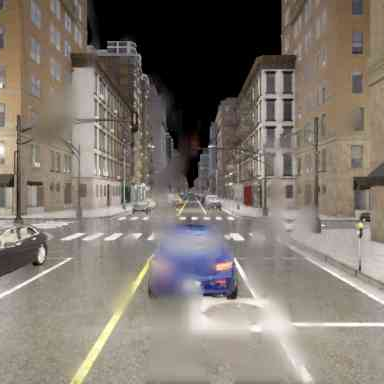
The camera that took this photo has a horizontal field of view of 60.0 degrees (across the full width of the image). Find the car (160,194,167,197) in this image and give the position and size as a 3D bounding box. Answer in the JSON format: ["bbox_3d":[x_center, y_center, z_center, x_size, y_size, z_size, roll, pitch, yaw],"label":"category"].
[{"bbox_3d":[-5.302,1.433,57.342,1.967,1.590,4.097,0,0,0],"label":"car"}]

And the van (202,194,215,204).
[{"bbox_3d":[2.728,1.335,46.516,1.690,1.788,3.998,0,0,0],"label":"van"}]

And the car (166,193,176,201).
[{"bbox_3d":[-5.277,1.305,84.373,2.192,1.841,5.009,0,0,0],"label":"car"}]

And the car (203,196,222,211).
[{"bbox_3d":[2.717,1.546,41.110,2.008,1.369,4.403,0,0,0],"label":"car"}]

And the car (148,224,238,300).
[{"bbox_3d":[0.034,1.526,8.284,1.812,1.442,4.674,0,0,1],"label":"car"}]

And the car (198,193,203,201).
[{"bbox_3d":[2.763,1.307,62.735,2.192,1.841,5.009,0,0,0],"label":"car"}]

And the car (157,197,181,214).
[{"bbox_3d":[-2.748,1.543,36.167,2.033,1.411,5.357,0,0,4],"label":"car"}]

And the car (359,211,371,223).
[{"bbox_3d":[15.113,1.636,24.042,5.357,1.411,2.033,0,0,0],"label":"car"}]

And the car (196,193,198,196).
[{"bbox_3d":[2.831,1.534,95.172,1.887,1.381,4.507,0,0,0],"label":"car"}]

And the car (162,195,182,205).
[{"bbox_3d":[-2.719,1.520,46.338,1.812,1.442,4.674,0,0,1],"label":"car"}]

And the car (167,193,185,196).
[{"bbox_3d":[-2.695,1.471,56.579,1.882,1.535,5.008,0,0,1],"label":"car"}]

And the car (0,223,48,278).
[{"bbox_3d":[-5.370,1.550,8.842,2.008,1.369,4.403,0,0,0],"label":"car"}]

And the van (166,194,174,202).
[{"bbox_3d":[-5.282,1.332,78.967,1.690,1.788,3.998,0,0,0],"label":"van"}]

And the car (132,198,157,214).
[{"bbox_3d":[-5.322,1.547,35.717,2.008,1.369,4.403,0,0,0],"label":"car"}]

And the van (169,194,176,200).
[{"bbox_3d":[-5.272,1.331,89.779,1.690,1.788,3.998,0,0,0],"label":"van"}]

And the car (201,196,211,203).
[{"bbox_3d":[2.774,1.558,68.141,1.947,1.339,4.313,0,0,0],"label":"car"}]

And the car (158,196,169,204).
[{"bbox_3d":[-5.298,1.518,62.578,1.752,1.417,4.829,0,0,0],"label":"car"}]
